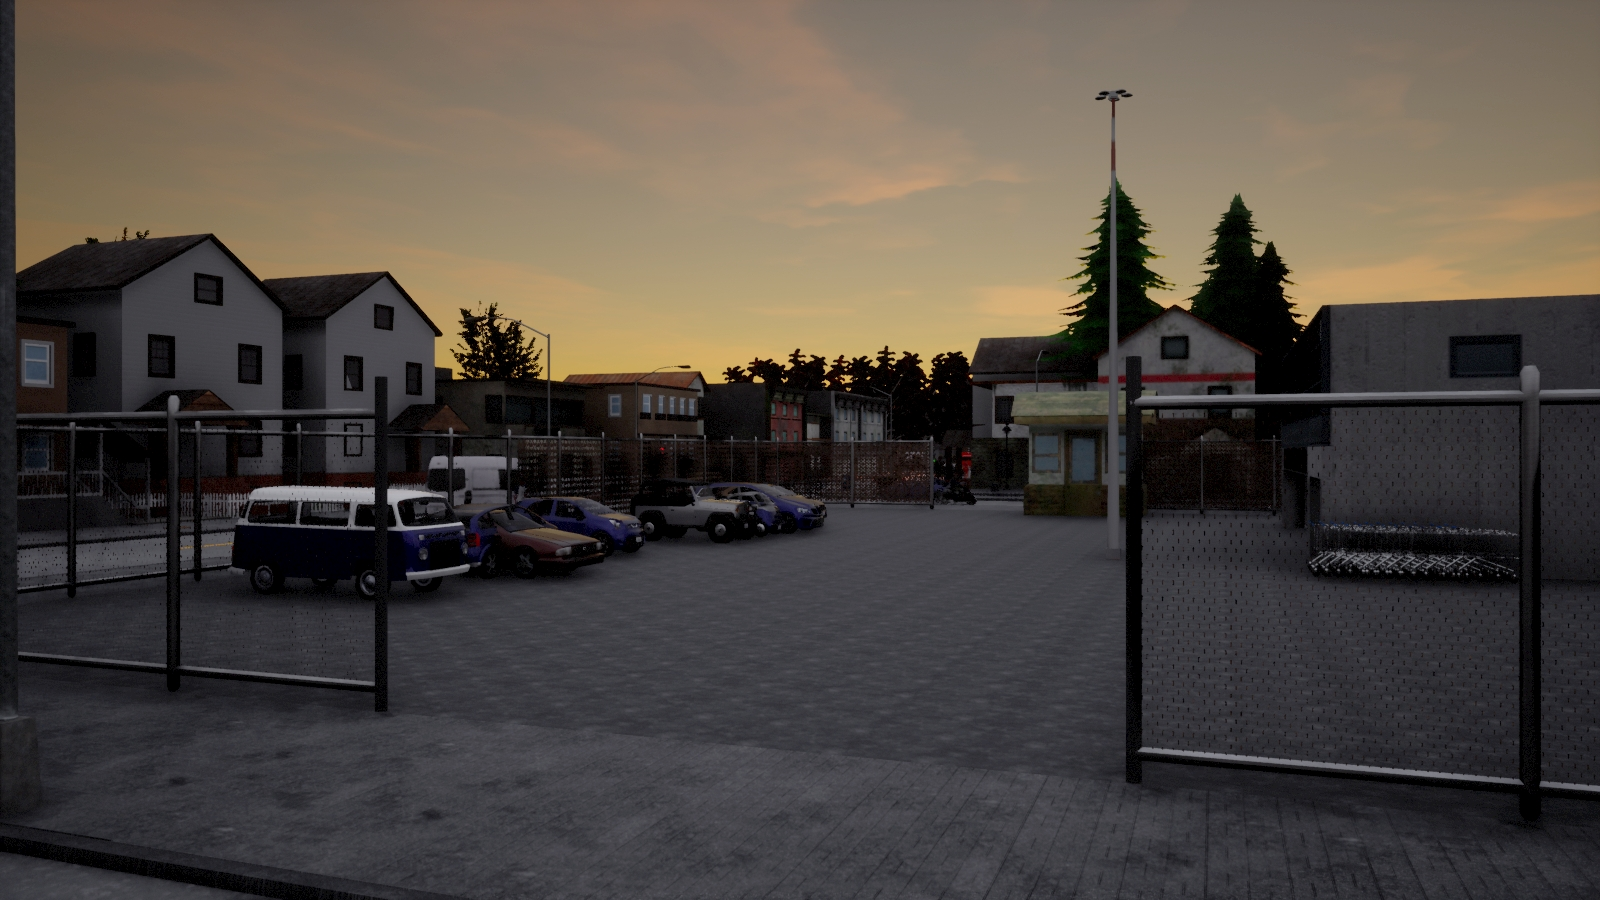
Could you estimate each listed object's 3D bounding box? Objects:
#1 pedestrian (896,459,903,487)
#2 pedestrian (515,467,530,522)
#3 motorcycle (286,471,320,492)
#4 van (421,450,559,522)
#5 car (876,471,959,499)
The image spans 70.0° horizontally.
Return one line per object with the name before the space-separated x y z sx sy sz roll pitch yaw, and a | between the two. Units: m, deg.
pedestrian | 6.643 1.510 76.280 0.375 1.860 0.375 0 0 -15
pedestrian | -9.576 1.529 39.434 0.375 1.860 0.375 0 0 44
motorcycle | -31.263 1.971 71.893 1.805 1.236 0.856 0 0 18
van | -11.620 1.314 43.352 1.988 2.561 5.915 0 -1 20
car | 6.438 1.901 62.742 4.181 1.385 1.994 0 0 20
